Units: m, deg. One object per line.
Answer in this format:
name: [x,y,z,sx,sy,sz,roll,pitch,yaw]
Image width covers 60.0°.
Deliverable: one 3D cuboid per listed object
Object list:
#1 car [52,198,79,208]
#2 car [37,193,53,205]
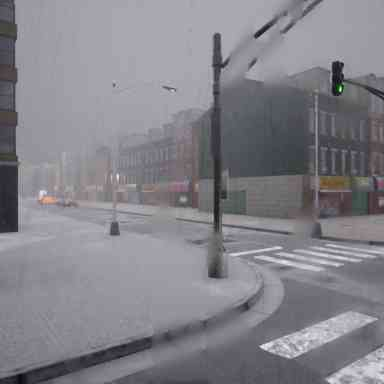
car: [-16.655,1.450,44.135,1.895,1.301,4.718,0,0,-36]
car: [-23.776,1.163,54.067,2.097,1.767,4.553,0,0,-34]
